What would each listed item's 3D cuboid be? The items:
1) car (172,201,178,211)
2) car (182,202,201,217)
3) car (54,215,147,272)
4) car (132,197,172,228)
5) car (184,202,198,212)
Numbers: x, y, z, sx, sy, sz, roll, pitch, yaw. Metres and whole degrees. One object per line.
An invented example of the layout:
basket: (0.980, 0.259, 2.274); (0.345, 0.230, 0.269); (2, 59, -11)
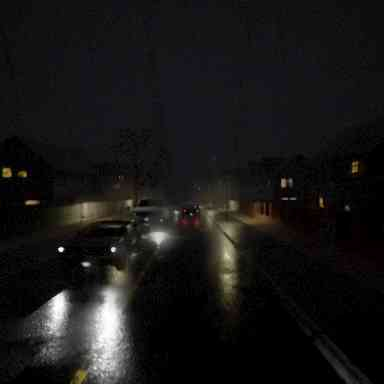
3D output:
car: (-2.986, 2.053, 49.174); (1.812, 1.442, 4.674); (0, -1, -2)
car: (-0.069, 1.898, 34.324); (1.895, 1.301, 4.718); (0, -1, 0)
car: (-2.876, 1.678, 11.265); (1.895, 1.301, 4.718); (0, 0, 0)
car: (-2.888, 1.406, 24.066); (2.150, 2.045, 5.566); (0, 0, 0)
car: (-0.174, 2.057, 47.381); (1.895, 1.301, 4.718); (0, -1, -1)
